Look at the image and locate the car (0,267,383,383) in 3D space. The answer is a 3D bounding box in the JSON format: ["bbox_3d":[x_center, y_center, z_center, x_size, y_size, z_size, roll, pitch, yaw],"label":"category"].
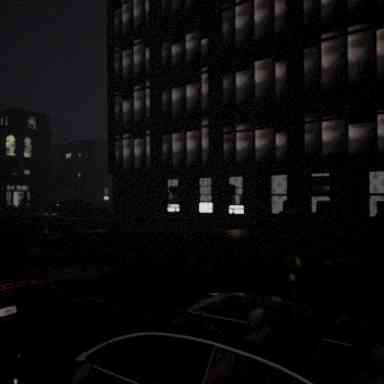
[{"bbox_3d":[0.212,1.555,2.728,4.403,1.369,2.008,0,0,35],"label":"car"}]

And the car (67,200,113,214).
[{"bbox_3d":[-10.985,1.771,36.447,1.802,1.307,4.206,-1,-1,36],"label":"car"}]

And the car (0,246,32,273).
[{"bbox_3d":[-4.422,1.566,6.032,4.507,1.381,1.887,0,0,35],"label":"car"}]

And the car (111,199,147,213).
[{"bbox_3d":[-7.732,1.657,40.926,1.967,1.590,4.097,-1,-1,36],"label":"car"}]

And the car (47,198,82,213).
[{"bbox_3d":[-15.180,1.594,40.571,2.097,1.767,4.553,-1,-1,37],"label":"car"}]

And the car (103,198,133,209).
[{"bbox_3d":[-11.195,1.755,50.354,1.967,1.590,4.097,-1,-1,36],"label":"car"}]

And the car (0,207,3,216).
[{"bbox_3d":[-20.965,1.758,32.713,1.994,1.385,4.181,-1,-1,36],"label":"car"}]
